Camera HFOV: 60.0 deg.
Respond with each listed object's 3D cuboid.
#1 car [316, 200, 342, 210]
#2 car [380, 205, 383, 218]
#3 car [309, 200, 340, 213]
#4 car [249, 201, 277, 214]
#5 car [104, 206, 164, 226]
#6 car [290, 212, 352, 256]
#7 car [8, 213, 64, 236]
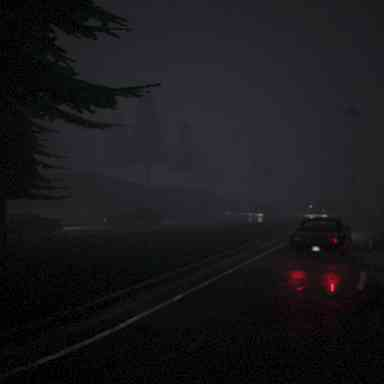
[{"bbox_3d":[21.317,1.989,51.630,2.128,1.511,4.902,-1,-1,43],"label":"car"},{"bbox_3d":[20.215,1.759,33.116,1.837,1.490,4.892,-1,-1,42],"label":"car"},{"bbox_3d":[16.092,1.755,40.823,2.097,1.767,4.553,-1,-1,43],"label":"car"},{"bbox_3d":[9.384,2.018,43.873,1.837,1.490,4.892,-1,-1,43],"label":"car"},{"bbox_3d":[-4.689,1.918,27.271,4.902,1.511,2.128,0,-1,-32],"label":"car"},{"bbox_3d":[5.509,1.740,13.806,1.895,1.301,4.718,-1,-1,29],"label":"car"},{"bbox_3d":[-10.436,1.930,19.547,5.357,1.411,2.033,0,-1,-32],"label":"car"}]
